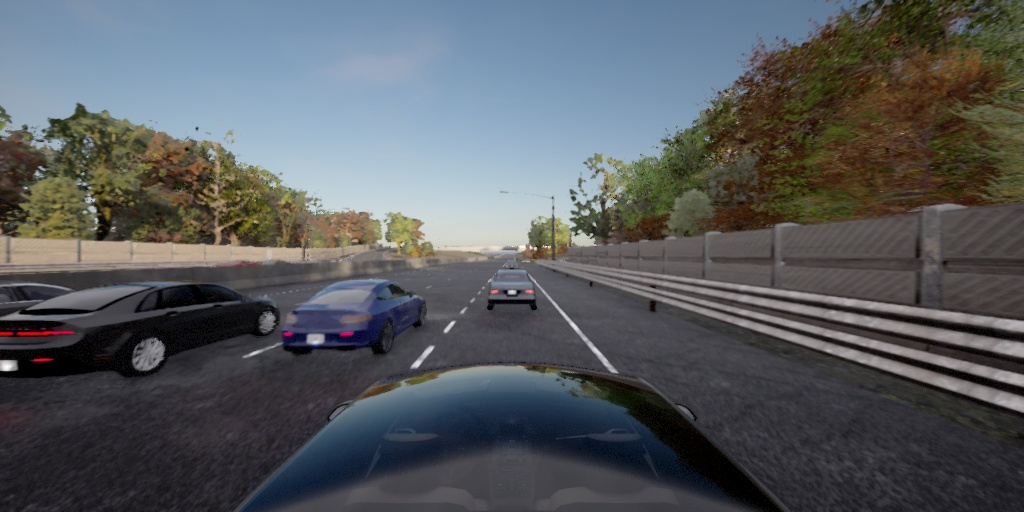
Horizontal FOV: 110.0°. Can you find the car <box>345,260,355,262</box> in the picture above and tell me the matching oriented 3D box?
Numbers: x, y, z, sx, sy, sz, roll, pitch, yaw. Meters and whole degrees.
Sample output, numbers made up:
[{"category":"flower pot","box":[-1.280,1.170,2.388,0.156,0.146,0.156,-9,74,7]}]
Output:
[{"category":"car","box":[-24.514,1.265,53.408,2.033,1.411,5.357,0,0,1]}]

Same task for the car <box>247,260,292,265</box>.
[{"category":"car","box":[-28.017,1.193,42.068,1.882,1.535,5.008,0,1,1]}]

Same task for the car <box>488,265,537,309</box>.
[{"category":"car","box":[0.003,1.275,14.685,2.033,1.411,5.357,0,0,0]}]

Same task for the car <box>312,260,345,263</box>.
[{"category":"car","box":[-21.030,1.204,39.628,2.128,1.511,4.902,0,0,1]}]

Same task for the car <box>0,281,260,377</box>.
[{"category":"car","box":[-6.899,1.244,7.314,1.837,1.490,4.892,0,0,0]}]

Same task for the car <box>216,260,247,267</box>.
[{"category":"car","box":[-31.509,1.192,41.311,1.882,1.535,5.008,0,1,1]}]

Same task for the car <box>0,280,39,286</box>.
[{"category":"car","box":[-10.396,1.230,7.279,2.128,1.511,4.902,0,0,0]}]

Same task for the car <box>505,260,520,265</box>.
[{"category":"car","box":[0.011,1.263,45.338,2.033,1.411,5.357,0,0,0]}]

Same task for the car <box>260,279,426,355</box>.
[{"category":"car","box":[-3.397,1.263,8.510,1.812,1.442,4.674,0,0,0]}]
